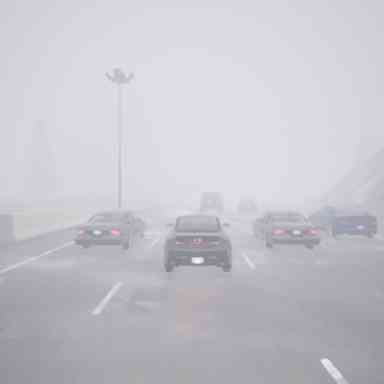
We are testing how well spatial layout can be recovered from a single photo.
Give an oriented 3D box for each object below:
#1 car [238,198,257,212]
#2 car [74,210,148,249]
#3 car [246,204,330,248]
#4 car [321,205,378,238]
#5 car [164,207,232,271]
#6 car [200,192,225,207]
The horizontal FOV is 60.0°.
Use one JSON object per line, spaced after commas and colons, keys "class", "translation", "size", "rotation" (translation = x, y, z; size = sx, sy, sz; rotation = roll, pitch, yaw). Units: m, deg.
{"class": "car", "translation": [5.873, 1.342, 35.177], "size": [1.994, 1.385, 4.181], "rotation": [0, 0, 8]}
{"class": "car", "translation": [-3.210, 1.456, 14.146], "size": [2.033, 1.411, 5.357], "rotation": [0, 0, 2]}
{"class": "car", "translation": [3.796, 1.458, 14.221], "size": [2.033, 1.411, 5.357], "rotation": [0, 0, 2]}
{"class": "car", "translation": [7.456, 1.372, 16.933], "size": [1.882, 1.535, 5.008], "rotation": [0, 0, 3]}
{"class": "car", "translation": [0.198, 1.437, 10.696], "size": [1.837, 1.490, 4.892], "rotation": [0, 0, 1]}
{"class": "car", "translation": [2.127, 1.007, 33.921], "size": [2.150, 2.045, 5.566], "rotation": [0, 0, 8]}
